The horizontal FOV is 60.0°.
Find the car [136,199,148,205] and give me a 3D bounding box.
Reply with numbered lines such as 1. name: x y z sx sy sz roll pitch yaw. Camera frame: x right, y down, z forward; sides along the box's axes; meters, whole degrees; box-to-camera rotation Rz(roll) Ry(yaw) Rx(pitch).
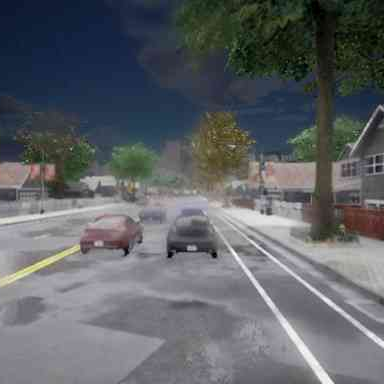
1. car: -9.758 2.110 65.620 1.837 1.490 4.892 0 0 0

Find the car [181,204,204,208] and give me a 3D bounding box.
1. car: 0.031 1.749 29.244 1.882 1.535 5.008 0 0 1

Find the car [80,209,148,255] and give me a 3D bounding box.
1. car: -3.223 1.655 13.907 1.812 1.442 4.674 0 0 1

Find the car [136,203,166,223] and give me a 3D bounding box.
1. car: -3.230 1.864 28.245 1.895 1.301 4.718 0 -1 0

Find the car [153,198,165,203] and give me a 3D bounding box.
1. car: -6.514 1.959 65.380 2.097 1.767 4.553 0 -1 0

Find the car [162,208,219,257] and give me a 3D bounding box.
1. car: 0.023 1.634 13.505 1.837 1.490 4.892 0 0 1
